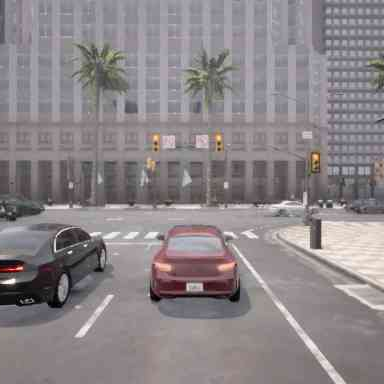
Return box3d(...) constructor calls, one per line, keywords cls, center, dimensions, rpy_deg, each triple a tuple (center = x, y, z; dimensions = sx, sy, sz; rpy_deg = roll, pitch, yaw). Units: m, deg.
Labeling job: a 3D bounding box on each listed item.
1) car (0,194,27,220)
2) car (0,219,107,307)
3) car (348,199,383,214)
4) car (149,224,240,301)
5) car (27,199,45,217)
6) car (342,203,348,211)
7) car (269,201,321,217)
box3d(cls="car", center=(-15.546, 1.221, 25.330), dimensions=(5.566, 2.045, 2.150), rpy_deg=(0, -1, 27))
box3d(cls="car", center=(-3.435, 1.505, 7.960), dimensions=(1.837, 1.490, 4.892), rpy_deg=(0, 0, 0))
box3d(cls="car", center=(19.052, 1.564, 34.485), dimensions=(4.181, 1.385, 1.994), rpy_deg=(0, 0, 0))
box3d(cls="car", center=(0.075, 1.526, 8.212), dimensions=(1.812, 1.442, 4.674), rpy_deg=(0, 0, 1))
box3d(cls="car", center=(-16.647, 1.222, 30.817), dimensions=(5.566, 2.045, 2.150), rpy_deg=(0, 0, 0))
box3d(cls="car", center=(19.774, 1.491, 37.985), dimensions=(4.902, 1.511, 2.128), rpy_deg=(0, 0, 0))
box3d(cls="car", center=(9.489, 1.525, 30.799), dimensions=(4.674, 1.442, 1.812), rpy_deg=(0, 0, 0))
